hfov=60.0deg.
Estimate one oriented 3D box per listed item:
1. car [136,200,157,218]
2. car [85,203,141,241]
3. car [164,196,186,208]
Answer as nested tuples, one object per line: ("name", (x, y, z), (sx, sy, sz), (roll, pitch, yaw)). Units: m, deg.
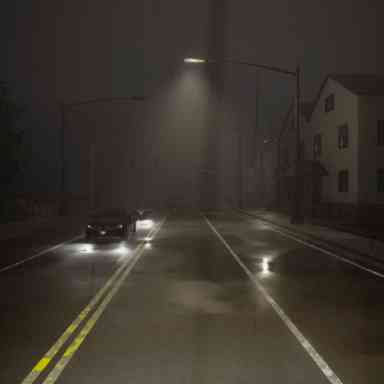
("car", (-4.254, 1.492, 29.879), (2.128, 1.511, 4.902), (0, 0, -1))
("car", (-3.967, 1.526, 16.964), (1.812, 1.442, 4.674), (0, 0, -1))
("car", (-2.552, 1.337, 49.070), (2.097, 1.767, 4.553), (0, 0, -21))
